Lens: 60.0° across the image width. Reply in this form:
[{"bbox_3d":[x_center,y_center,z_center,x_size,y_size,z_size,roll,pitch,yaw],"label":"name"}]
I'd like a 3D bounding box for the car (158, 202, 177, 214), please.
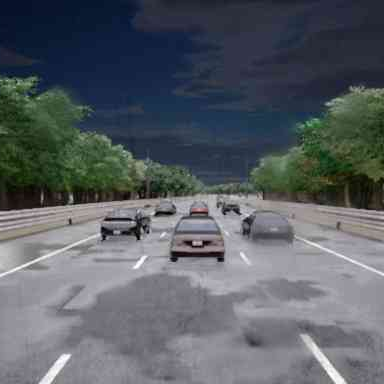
[{"bbox_3d":[-2.727,1.744,35.224,1.994,1.385,4.181,0,0,2],"label":"car"}]

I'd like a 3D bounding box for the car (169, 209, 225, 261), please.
[{"bbox_3d":[0.198,1.594,12.491,2.033,1.411,5.357,0,0,1],"label":"car"}]

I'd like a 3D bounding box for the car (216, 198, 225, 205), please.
[{"bbox_3d":[6.241,2.051,72.631,1.812,1.442,4.674,0,0,4],"label":"car"}]

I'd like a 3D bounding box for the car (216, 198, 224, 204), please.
[{"bbox_3d":[7.203,2.225,84.592,1.895,1.301,4.718,0,0,5],"label":"car"}]

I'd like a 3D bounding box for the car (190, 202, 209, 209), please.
[{"bbox_3d":[0.777,1.748,35.284,1.994,1.385,4.181,0,0,2],"label":"car"}]

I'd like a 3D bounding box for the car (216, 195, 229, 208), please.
[{"bbox_3d":[5.083,1.713,54.825,2.097,1.767,4.553,0,-1,3],"label":"car"}]

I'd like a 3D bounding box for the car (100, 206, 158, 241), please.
[{"bbox_3d":[-3.225,1.558,16.944,2.128,1.511,4.902,0,0,1],"label":"car"}]

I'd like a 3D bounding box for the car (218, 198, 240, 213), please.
[{"bbox_3d":[4.238,1.705,37.004,1.837,1.490,4.892,0,0,2],"label":"car"}]

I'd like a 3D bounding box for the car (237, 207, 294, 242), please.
[{"bbox_3d":[3.676,1.635,16.707,1.994,1.385,4.181,0,0,1],"label":"car"}]
